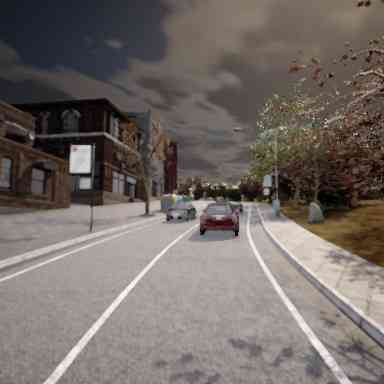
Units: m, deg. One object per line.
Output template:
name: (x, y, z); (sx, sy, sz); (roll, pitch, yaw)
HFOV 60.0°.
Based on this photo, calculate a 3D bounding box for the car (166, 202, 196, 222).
car: (-0.822, 1.606, 27.332); (2.128, 1.511, 4.902); (-1, 0, 10)

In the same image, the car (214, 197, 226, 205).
car: (5.654, 1.723, 67.979); (2.128, 1.511, 4.902); (0, 0, 1)

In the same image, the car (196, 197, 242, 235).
car: (1.694, 1.396, 19.352); (2.097, 1.767, 4.553); (-1, 0, 8)
